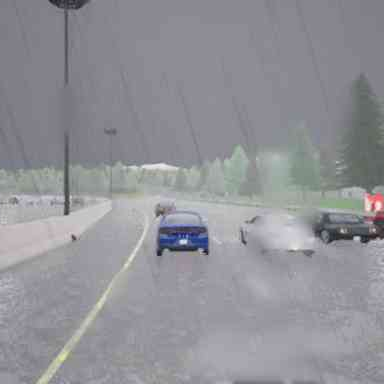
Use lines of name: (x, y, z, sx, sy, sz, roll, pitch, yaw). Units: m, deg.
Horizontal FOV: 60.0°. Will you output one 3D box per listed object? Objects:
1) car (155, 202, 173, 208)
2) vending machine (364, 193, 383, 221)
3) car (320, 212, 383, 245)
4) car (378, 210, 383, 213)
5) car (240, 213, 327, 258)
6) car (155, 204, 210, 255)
car: (-2.607, 1.630, 32.366, 1.895, 1.301, 4.718, 0, 0, -9)
vending machine: (13.974, 1.144, 25.546, 1.100, 2.100, 0.880, 0, 0, -7)
car: (6.443, 1.579, 15.510, 1.895, 1.301, 4.718, 0, 0, -4)
car: (10.054, 1.182, 14.008, 2.150, 2.045, 5.566, 0, 0, -4)
car: (3.112, 1.518, 12.742, 1.812, 1.442, 4.674, 0, 0, -4)
car: (-0.436, 1.487, 13.392, 1.882, 1.535, 5.008, 0, 0, -4)
